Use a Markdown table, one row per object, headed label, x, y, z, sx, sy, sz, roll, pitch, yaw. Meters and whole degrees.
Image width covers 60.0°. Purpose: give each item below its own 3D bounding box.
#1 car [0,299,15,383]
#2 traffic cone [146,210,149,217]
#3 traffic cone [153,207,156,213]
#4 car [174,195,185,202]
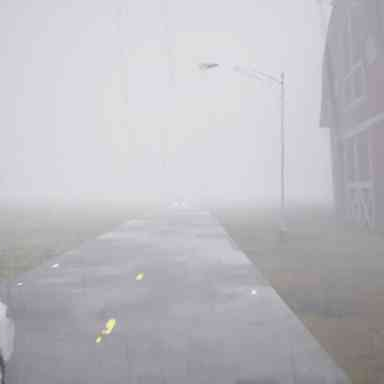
| label | x | y | z | sx | sy | sz | roll | pitch | yaw |
| --- | --- | --- | --- | --- | --- | --- | --- | --- | --- |
| car | -2.849 | 1.523 | 1.888 | 1.812 | 1.442 | 4.674 | 0 | 0 | 0 |
| traffic cone | -3.850 | 1.883 | 28.961 | 0.340 | 0.580 | 0.340 | 0 | 0 | 0 |
| traffic cone | -3.850 | 1.864 | 33.962 | 0.340 | 0.580 | 0.340 | 0 | 0 | 0 |
| car | -2.458 | 1.317 | 63.924 | 1.895 | 1.301 | 4.718 | 0 | 0 | -6 |
